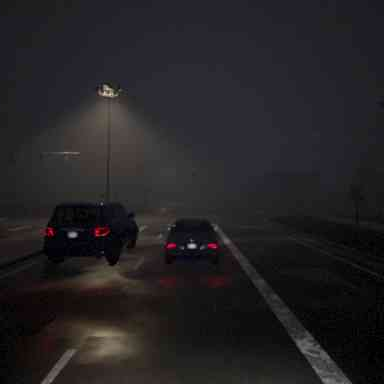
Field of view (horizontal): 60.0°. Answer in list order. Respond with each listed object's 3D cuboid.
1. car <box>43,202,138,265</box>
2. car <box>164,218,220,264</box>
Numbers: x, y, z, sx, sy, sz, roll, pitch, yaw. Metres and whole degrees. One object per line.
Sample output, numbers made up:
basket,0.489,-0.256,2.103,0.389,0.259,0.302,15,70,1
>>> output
car,-3.496,1.365,12.465,2.150,2.045,5.566,0,0,0
car,0.005,1.688,12.422,2.033,1.411,5.357,0,-1,0
